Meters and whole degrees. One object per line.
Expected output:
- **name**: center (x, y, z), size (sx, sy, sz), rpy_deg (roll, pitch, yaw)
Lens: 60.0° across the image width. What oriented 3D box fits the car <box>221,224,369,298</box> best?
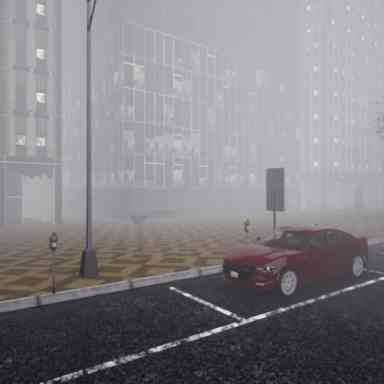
- **car**: center (2.748, 1.542, 8.527), size (4.507, 1.381, 1.887), rpy_deg (0, 0, -36)
